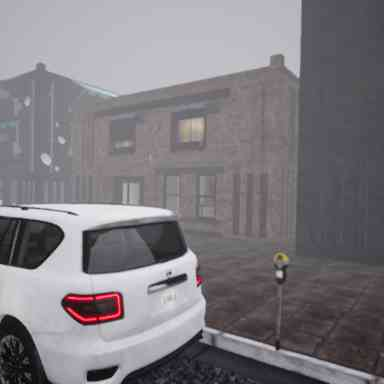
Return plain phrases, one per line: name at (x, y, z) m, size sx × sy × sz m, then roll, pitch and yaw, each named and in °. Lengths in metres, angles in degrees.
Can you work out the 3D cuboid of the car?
car at (-2.438, 1.179, 5.074) m, size 5.566 × 2.045 × 2.150 m, roll 1°, pitch 0°, yaw 35°
